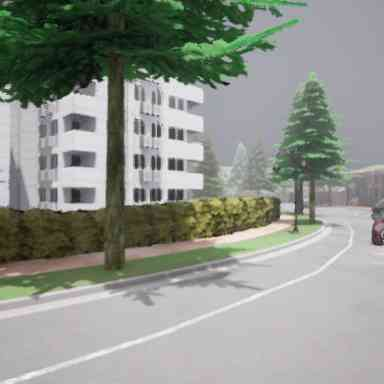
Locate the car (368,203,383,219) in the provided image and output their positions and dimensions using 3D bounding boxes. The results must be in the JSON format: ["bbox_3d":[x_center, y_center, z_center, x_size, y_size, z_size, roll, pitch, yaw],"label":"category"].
[{"bbox_3d":[20.204,1.909,34.386,2.128,1.511,4.902,0,-1,9],"label":"car"}]

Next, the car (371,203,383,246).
[{"bbox_3d":[9.798,1.546,15.728,2.097,1.767,4.553,0,-1,30],"label":"car"}]

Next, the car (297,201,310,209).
[{"bbox_3d":[19.061,2.179,56.151,1.994,1.385,4.181,0,0,5],"label":"car"}]
